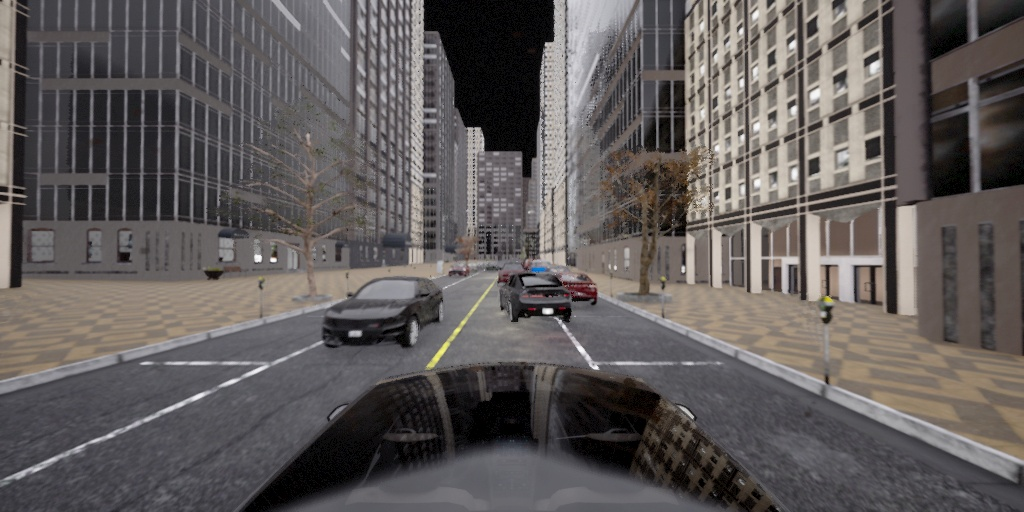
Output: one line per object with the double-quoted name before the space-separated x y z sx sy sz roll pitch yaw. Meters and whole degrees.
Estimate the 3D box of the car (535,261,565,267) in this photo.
"car" 2.696 1.312 22.139 1.967 1.591 4.097 0 0 0

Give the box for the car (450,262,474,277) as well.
"car" -5.681 1.410 39.036 1.967 1.591 4.097 0 0 0

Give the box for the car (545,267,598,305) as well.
"car" 2.695 1.383 16.497 1.888 1.381 4.507 0 0 0

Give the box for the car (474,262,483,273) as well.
"car" -5.679 1.585 50.322 2.007 1.370 4.403 0 0 0

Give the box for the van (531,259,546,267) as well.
"van" 2.698 1.279 33.421 1.690 1.789 3.998 0 0 0

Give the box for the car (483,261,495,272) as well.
"car" -2.989 1.699 54.100 1.895 1.301 4.718 0 0 0

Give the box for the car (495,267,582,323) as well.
"car" 0.664 1.319 12.476 1.837 1.490 4.892 0 0 -8

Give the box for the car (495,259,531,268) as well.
"car" 0.092 1.249 26.634 2.097 1.767 4.553 0 0 0

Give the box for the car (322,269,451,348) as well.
"car" -3.098 1.275 9.584 1.882 1.535 5.008 0 0 0
